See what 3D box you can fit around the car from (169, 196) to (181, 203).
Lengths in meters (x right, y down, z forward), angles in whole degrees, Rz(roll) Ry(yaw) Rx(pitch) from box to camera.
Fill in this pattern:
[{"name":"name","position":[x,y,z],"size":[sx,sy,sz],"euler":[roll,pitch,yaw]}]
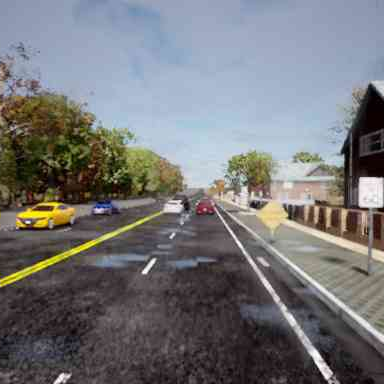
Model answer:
[{"name":"car","position":[-3.732,1.599,73.567],"size":[2.033,1.411,5.357],"euler":[1,0,2]}]

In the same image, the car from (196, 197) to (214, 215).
[{"name":"car","position":[1.450,1.652,36.774],"size":[1.882,1.535,5.008],"euler":[1,0,2]}]

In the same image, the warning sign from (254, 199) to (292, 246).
[{"name":"warning sign","position":[3.324,1.221,13.786],"size":[1.300,1.860,1.060],"euler":[1,0,2]}]

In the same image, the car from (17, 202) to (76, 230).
[{"name":"car","position":[-9.099,1.445,21.168],"size":[1.882,1.535,5.008],"euler":[1,0,2]}]

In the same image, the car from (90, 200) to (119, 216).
[{"name":"car","position":[-8.575,1.550,33.242],"size":[1.812,1.442,4.674],"euler":[1,0,3]}]

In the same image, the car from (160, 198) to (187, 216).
[{"name":"car","position":[-1.881,1.646,34.626],"size":[1.812,1.442,4.674],"euler":[1,0,2]}]

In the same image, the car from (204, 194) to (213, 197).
[{"name":"car","position":[1.924,1.576,48.237],"size":[2.097,1.767,4.553],"euler":[1,0,1]}]

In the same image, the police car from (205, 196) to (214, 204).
[{"name":"police car","position":[3.759,1.763,73.925],"size":[1.930,1.638,5.238],"euler":[1,0,2]}]

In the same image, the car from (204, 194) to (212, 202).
[{"name":"car","position":[4.376,1.618,89.833],"size":[2.150,2.045,5.566],"euler":[1,0,2]}]

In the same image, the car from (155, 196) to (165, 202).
[{"name":"car","position":[-6.982,1.610,73.663],"size":[1.895,1.301,4.718],"euler":[1,0,2]}]

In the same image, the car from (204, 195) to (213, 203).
[{"name":"car","position":[4.140,1.725,83.778],"size":[2.097,1.767,4.553],"euler":[1,0,2]}]

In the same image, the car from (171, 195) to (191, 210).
[{"name":"car","position":[-1.445,1.395,46.024],"size":[2.150,2.045,5.566],"euler":[1,0,2]}]
